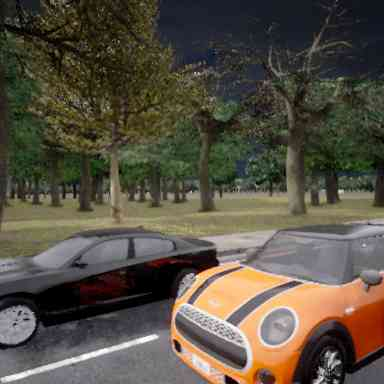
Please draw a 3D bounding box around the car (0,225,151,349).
[{"bbox_3d":[-1.739,1.464,6.420,5.008,1.535,1.882,0,0,-35],"label":"car"}]

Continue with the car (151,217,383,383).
[{"bbox_3d":[1.935,1.324,5.026,4.553,1.767,2.097,0,0,-35],"label":"car"}]
